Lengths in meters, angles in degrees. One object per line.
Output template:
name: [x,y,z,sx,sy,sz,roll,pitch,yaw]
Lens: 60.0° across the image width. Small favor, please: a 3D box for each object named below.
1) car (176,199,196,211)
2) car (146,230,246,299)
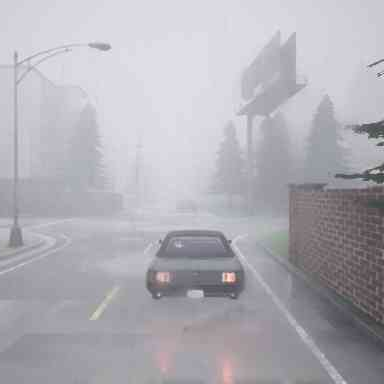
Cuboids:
car: [-0.779,1.534,39.871,2.033,1.411,5.357,0,0,-10]
car: [0.083,1.598,8.367,1.895,1.301,4.718,0,0,0]
